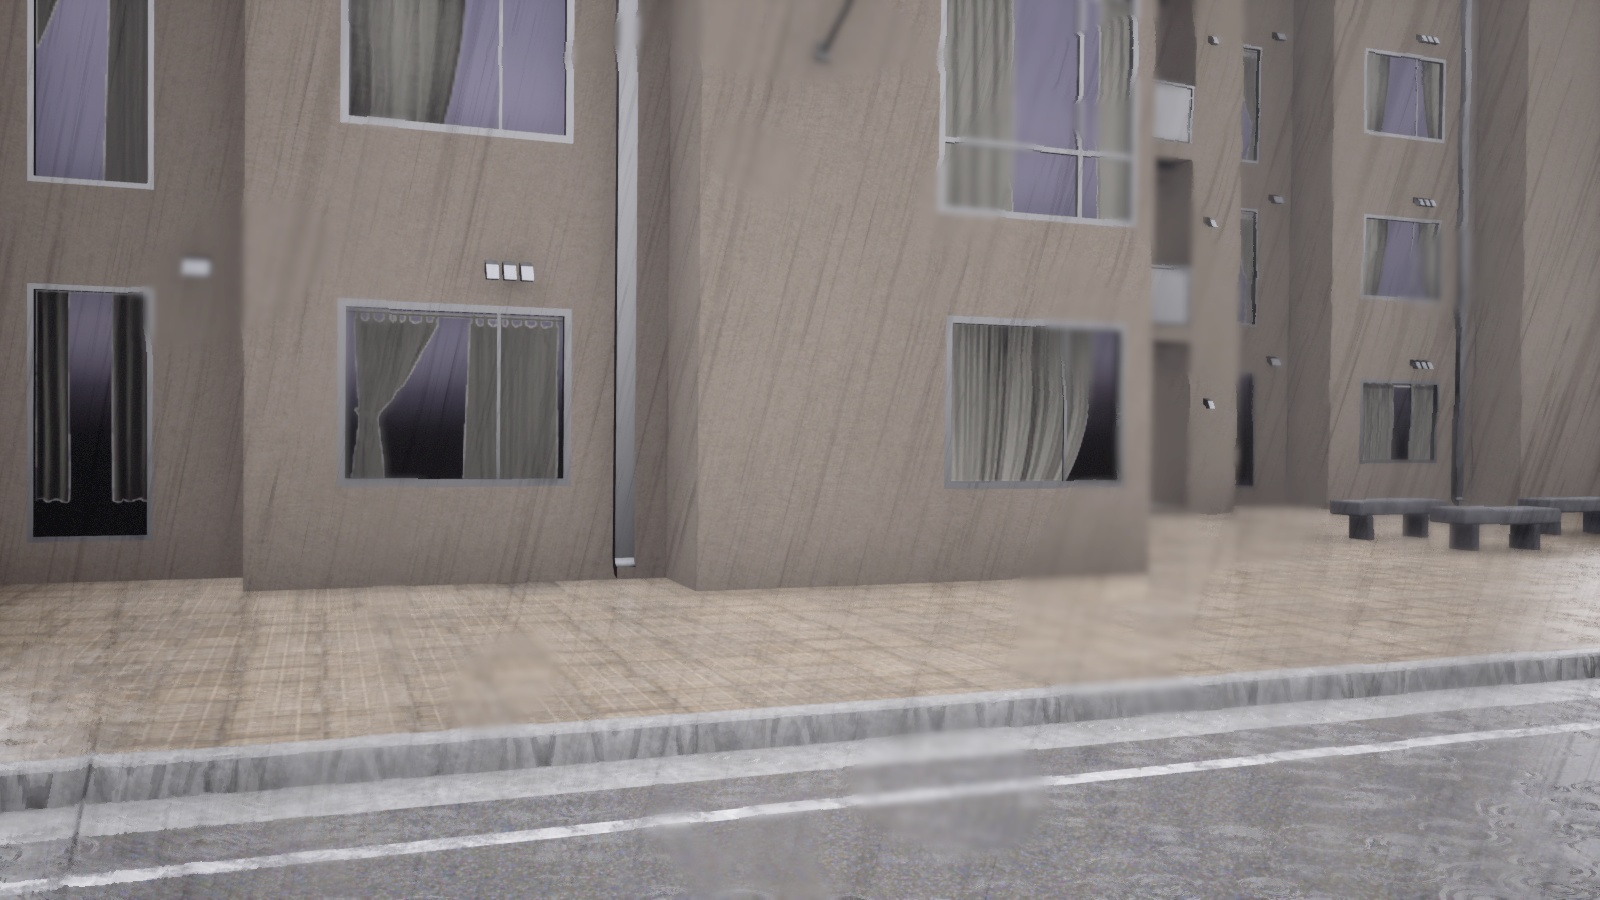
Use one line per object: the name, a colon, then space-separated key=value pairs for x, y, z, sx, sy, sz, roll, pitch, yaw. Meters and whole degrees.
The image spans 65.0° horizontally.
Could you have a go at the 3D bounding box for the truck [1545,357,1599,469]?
truck: x=26.823 y=-1.135 z=37.219 sx=2.891 sy=3.462 sz=7.936 roll=-1 pitch=1 yaw=-24
